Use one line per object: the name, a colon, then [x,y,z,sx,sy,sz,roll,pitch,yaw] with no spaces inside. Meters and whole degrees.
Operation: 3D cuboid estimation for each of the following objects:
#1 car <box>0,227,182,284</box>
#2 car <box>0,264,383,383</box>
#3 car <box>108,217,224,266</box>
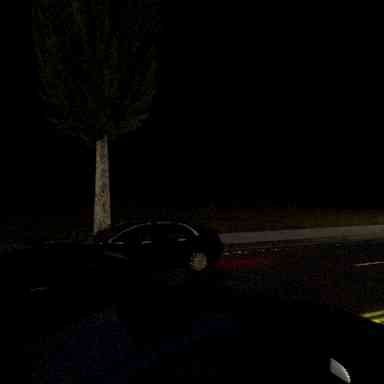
car: [-2.712,1.525,5.334,4.674,1.442,1.812,0,0,-23]
car: [0.307,1.564,2.853,4.181,1.385,1.994,0,0,-23]
car: [-1.462,1.505,9.373,4.892,1.490,1.837,0,0,-23]
